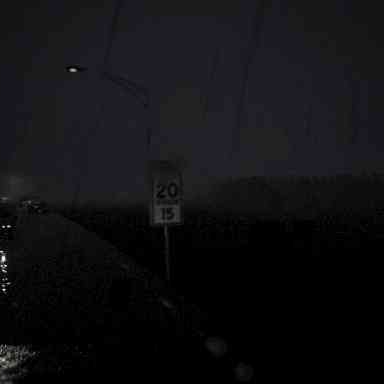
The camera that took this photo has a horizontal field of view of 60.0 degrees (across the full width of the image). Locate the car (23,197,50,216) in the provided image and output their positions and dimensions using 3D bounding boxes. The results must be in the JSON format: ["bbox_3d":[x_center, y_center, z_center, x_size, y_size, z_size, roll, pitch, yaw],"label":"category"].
[{"bbox_3d":[-16.040,1.658,34.672,2.128,1.511,4.902,-1,0,-29],"label":"car"}]

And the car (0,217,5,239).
[{"bbox_3d":[-5.619,1.587,7.525,1.837,1.490,4.892,-1,0,-24],"label":"car"}]

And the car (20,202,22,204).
[{"bbox_3d":[-16.681,1.756,29.878,2.033,1.411,5.357,-1,0,-28],"label":"car"}]

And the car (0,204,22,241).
[{"bbox_3d":[-10.050,1.622,16.969,2.128,1.511,4.902,-1,0,-26],"label":"car"}]

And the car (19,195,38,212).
[{"bbox_3d":[-21.304,1.455,43.779,2.150,2.045,5.566,-2,1,-30],"label":"car"}]
